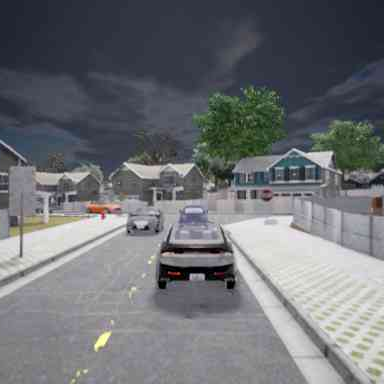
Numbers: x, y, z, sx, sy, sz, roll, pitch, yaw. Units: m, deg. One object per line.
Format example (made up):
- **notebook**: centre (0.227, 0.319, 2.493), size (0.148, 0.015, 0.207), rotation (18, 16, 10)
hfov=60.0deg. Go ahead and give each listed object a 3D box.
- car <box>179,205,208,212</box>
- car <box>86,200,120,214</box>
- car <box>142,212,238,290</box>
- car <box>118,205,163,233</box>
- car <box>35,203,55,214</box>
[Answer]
- **car**: centre (0.118, 1.636, 22.544), size (1.812, 1.442, 4.674), rotation (0, 0, 0)
- **car**: centre (-10.322, 1.776, 39.177), size (4.553, 1.767, 2.097), rotation (-2, -2, 32)
- **car**: centre (0.106, 1.538, 9.235), size (2.128, 1.511, 4.902), rotation (0, 0, 0)
- **car**: centre (-2.737, 1.597, 20.228), size (2.128, 1.511, 4.902), rotation (0, 0, 0)
- **car**: centre (-20.930, 2.291, 45.590), size (4.892, 1.490, 1.837), rotation (0, -1, 30)
